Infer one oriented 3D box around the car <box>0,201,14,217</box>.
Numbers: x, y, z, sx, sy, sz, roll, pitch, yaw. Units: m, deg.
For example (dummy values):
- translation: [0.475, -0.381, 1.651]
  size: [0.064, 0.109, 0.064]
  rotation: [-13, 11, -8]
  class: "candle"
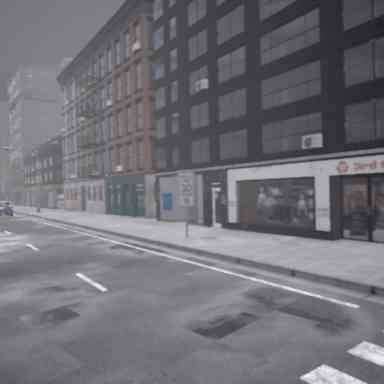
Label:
- translation: [-21.114, 1.811, 36.634]
  size: [2.097, 1.767, 4.553]
  rotation: [-2, 0, -36]
  class: "car"
